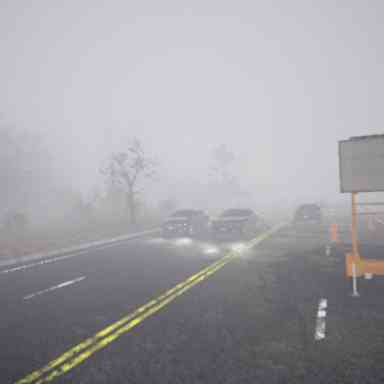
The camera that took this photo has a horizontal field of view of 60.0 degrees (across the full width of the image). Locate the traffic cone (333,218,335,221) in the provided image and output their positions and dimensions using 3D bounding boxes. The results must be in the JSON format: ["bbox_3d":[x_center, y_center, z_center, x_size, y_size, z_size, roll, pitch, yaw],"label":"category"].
[{"bbox_3d":[7.976,1.906,18.674,0.340,0.580,0.340,-2,-1,23],"label":"traffic cone"}]

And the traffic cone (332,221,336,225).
[{"bbox_3d":[7.193,1.908,16.834,0.340,0.580,0.340,-2,-1,23],"label":"traffic cone"}]

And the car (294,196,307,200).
[{"bbox_3d":[18.715,1.525,57.141,2.097,1.767,4.553,-3,-1,24],"label":"car"}]

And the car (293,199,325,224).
[{"bbox_3d":[8.710,1.543,24.961,1.812,1.442,4.674,-2,-1,23],"label":"car"}]

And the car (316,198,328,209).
[{"bbox_3d":[17.478,1.567,45.564,2.033,1.411,5.357,-2,-1,23],"label":"car"}]

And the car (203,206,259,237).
[{"bbox_3d":[2.570,1.639,19.330,1.882,1.535,5.008,-2,-1,23],"label":"car"}]

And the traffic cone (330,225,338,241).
[{"bbox_3d":[6.411,1.912,14.993,0.340,0.580,0.340,-2,-1,23],"label":"traffic cone"}]

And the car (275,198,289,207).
[{"bbox_3d":[16.028,1.851,59.050,2.033,1.411,5.357,-2,-1,24],"label":"car"}]

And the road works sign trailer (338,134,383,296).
[{"bbox_3d":[4.888,0.381,8.028,2.380,3.560,2.880,-2,-1,23],"label":"road works sign trailer"}]

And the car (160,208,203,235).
[{"bbox_3d":[-0.277,1.795,20.928,1.837,1.490,4.892,-2,-1,23],"label":"car"}]
